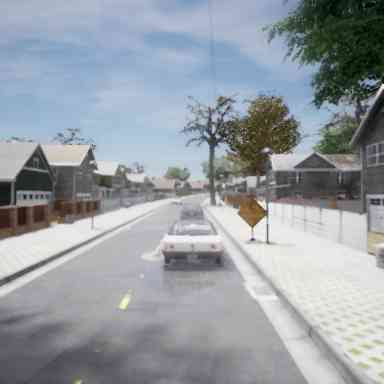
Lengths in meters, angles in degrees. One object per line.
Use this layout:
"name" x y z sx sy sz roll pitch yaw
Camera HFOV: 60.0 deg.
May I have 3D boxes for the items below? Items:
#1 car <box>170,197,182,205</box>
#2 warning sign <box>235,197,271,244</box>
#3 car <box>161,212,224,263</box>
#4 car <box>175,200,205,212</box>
"car" -2.664 1.523 57.124 1.812 1.442 4.674 0 0 2
"warning sign" 2.507 1.150 13.818 1.300 1.860 1.060 -1 -1 0
"car" 0.039 1.632 12.051 1.895 1.301 4.718 0 0 1
"car" 0.019 1.590 25.501 2.033 1.411 5.357 0 0 1
